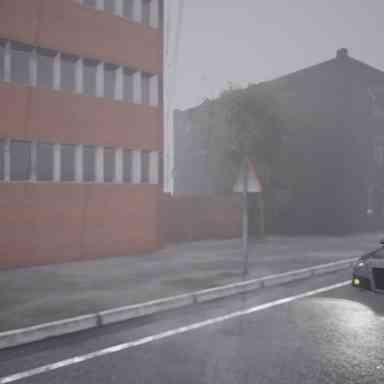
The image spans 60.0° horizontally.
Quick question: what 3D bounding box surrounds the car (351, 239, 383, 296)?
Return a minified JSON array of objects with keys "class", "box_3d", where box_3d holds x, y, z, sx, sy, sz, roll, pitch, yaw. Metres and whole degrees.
[{"class":"car","box_3d":[5.526,1.597,7.646,4.181,1.385,1.994,0,0,-36]}]
